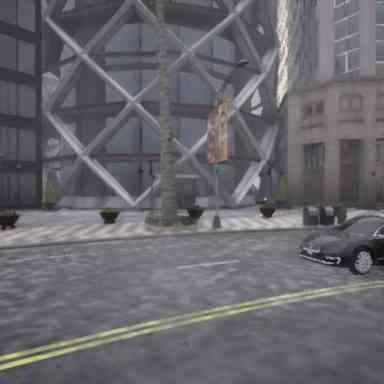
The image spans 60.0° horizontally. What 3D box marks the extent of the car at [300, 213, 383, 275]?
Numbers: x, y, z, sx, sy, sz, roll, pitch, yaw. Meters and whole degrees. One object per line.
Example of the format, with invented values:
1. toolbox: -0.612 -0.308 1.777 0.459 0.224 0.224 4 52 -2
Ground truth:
1. car: 5.597 1.417 9.913 4.892 1.490 1.837 0 0 -17
